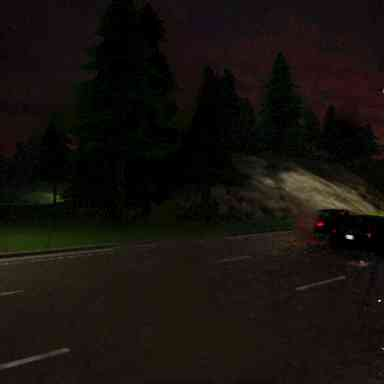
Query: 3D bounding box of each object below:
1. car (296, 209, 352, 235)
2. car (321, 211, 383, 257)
[{"bbox_3d":[7.891,1.619,17.965,5.357,1.411,2.033,0,0,-35],"label":"car"},{"bbox_3d":[7.388,1.623,13.309,4.181,1.385,1.994,0,0,-35],"label":"car"}]
